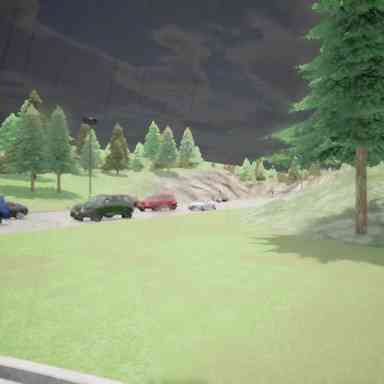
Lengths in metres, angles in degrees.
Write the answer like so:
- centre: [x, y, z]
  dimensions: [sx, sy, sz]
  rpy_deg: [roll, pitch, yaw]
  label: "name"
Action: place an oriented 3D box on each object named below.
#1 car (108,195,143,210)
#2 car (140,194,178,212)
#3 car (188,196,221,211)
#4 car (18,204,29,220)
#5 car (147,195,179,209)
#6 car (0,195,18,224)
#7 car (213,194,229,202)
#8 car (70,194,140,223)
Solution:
- centre: [-8.733, 1.352, 44.028]
  dimensions: [2.097, 1.767, 4.553]
  rpy_deg: [0, 0, 31]
  label: "car"
- centre: [-3.926, 1.221, 38.430]
  dimensions: [2.150, 2.045, 5.566]
  rpy_deg: [0, 0, 31]
  label: "car"
- centre: [1.305, 1.525, 40.352]
  dimensions: [1.812, 1.442, 4.674]
  rpy_deg: [0, 0, 31]
  label: "car"
- centre: [-15.363, 1.505, 26.046]
  dimensions: [1.837, 1.490, 4.892]
  rpy_deg: [0, 0, 31]
  label: "car"
- centre: [-3.884, 1.351, 45.313]
  dimensions: [2.097, 1.767, 4.553]
  rpy_deg: [0, 0, 31]
  label: "car"
- centre: [-14.404, 1.222, 20.812]
  dimensions: [2.150, 2.045, 5.566]
  rpy_deg: [0, 0, 31]
  label: "car"
- centre: [4.152, 0.969, 51.834]
  dimensions: [2.097, 1.767, 4.553]
  rpy_deg: [0, 0, 31]
  label: "car"
- centre: [-6.956, 1.221, 26.492]
  dimensions: [2.150, 2.045, 5.566]
  rpy_deg: [0, 0, 31]
  label: "car"
